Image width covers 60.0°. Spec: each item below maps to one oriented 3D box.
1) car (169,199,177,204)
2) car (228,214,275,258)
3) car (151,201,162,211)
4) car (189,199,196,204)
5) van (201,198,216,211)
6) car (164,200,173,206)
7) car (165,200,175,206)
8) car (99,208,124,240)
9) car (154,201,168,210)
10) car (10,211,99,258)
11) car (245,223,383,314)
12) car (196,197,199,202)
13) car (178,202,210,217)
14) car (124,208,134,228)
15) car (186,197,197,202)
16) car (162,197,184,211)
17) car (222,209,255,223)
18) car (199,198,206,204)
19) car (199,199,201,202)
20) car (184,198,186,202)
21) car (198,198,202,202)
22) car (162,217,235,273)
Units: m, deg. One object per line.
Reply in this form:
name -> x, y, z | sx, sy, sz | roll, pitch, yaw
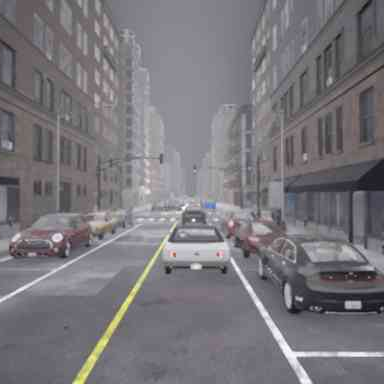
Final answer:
car -> -5.189, 2.646, 91.060 | 1.947, 1.339, 4.313 | 0, -1, 0
car -> 2.664, 1.743, 13.165 | 1.802, 1.307, 4.206 | 0, -1, 0
car -> -5.277, 2.169, 51.290 | 2.008, 1.369, 4.403 | 0, -1, 0
car -> 0.199, 2.623, 91.446 | 1.895, 1.301, 4.718 | 0, -1, 0
van -> 2.748, 1.961, 51.284 | 1.690, 1.788, 3.998 | 0, -1, 0
car -> -5.227, 2.411, 73.847 | 1.752, 1.417, 4.829 | 0, -1, 0
car -> -5.214, 2.518, 79.698 | 1.947, 1.339, 4.313 | 0, -1, 0
car -> -5.350, 1.750, 18.523 | 1.752, 1.417, 4.829 | 0, -1, 0
car -> -5.265, 2.231, 56.972 | 1.887, 1.381, 4.507 | 0, -1, 0
car -> -5.362, 1.600, 13.177 | 1.967, 1.590, 4.097 | 0, -1, 0
car -> 2.651, 1.645, 7.647 | 2.008, 1.369, 4.403 | 0, -1, 0
car -> 2.811, 2.268, 79.689 | 2.192, 1.841, 5.009 | 0, -1, 0
car -> 0.264, 1.826, 26.506 | 1.837, 1.490, 4.892 | 0, -1, 4
car -> -5.337, 1.844, 24.211 | 2.008, 1.369, 4.403 | 0, -1, 0
car -> 0.176, 2.498, 80.998 | 2.033, 1.411, 5.357 | 0, -1, 0
car -> -2.788, 1.951, 49.674 | 2.097, 1.767, 4.553 | 0, -1, 2
car -> 2.676, 1.668, 18.685 | 1.967, 1.590, 4.097 | 0, -1, 0
car -> 2.836, 2.522, 91.049 | 1.967, 1.590, 4.097 | 0, -1, 0
car -> 2.773, 2.338, 62.642 | 1.802, 1.307, 4.206 | 0, -1, 0
car -> -2.655, 2.289, 61.514 | 2.033, 1.411, 5.357 | 0, -1, 1
car -> 2.798, 2.471, 74.005 | 1.802, 1.307, 4.206 | 0, -1, 0
car -> 0.124, 1.737, 11.144 | 1.895, 1.301, 4.718 | 0, -1, 0
